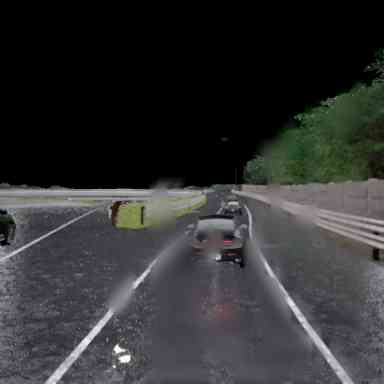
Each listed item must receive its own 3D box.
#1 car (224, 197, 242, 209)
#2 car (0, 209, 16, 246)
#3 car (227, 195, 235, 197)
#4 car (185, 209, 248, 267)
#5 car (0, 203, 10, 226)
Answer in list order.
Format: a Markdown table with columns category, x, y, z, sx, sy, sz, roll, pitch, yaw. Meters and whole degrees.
| category | x | y | z | sx | sy | sz | roll | pitch | yaw |
| --- | --- | --- | --- | --- | --- | --- | --- | --- | --- |
| car | 4.511 | 1.652 | 36.279 | 1.812 | 1.442 | 4.674 | 0 | 0 | 9 |
| car | -8.255 | 1.211 | 11.989 | 2.150 | 2.045 | 5.566 | 0 | 0 | -12 |
| car | 7.988 | 1.333 | 67.789 | 1.895 | 1.301 | 4.718 | 0 | 1 | 4 |
| car | 0.871 | 1.551 | 11.578 | 1.837 | 1.490 | 4.892 | -1 | 0 | 5 |
| car | -13.704 | 1.525 | 21.421 | 2.128 | 1.511 | 4.902 | 0 | -1 | -12 |
